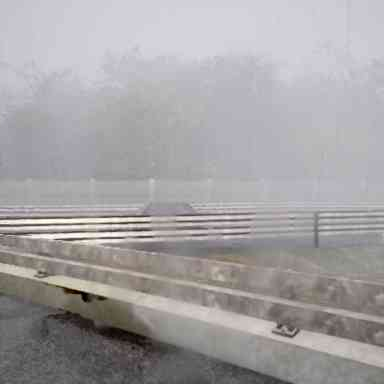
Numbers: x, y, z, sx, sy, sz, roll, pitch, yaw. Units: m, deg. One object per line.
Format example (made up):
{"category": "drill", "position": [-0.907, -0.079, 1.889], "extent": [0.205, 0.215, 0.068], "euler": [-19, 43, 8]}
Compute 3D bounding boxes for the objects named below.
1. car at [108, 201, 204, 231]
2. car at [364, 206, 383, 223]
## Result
{"category": "car", "position": [-1.800, 1.251, 16.427], "extent": [4.553, 1.767, 2.097], "euler": [0, 0, -13]}
{"category": "car", "position": [12.783, 1.234, 20.079], "extent": [4.553, 1.767, 2.097], "euler": [1, 0, -14]}
